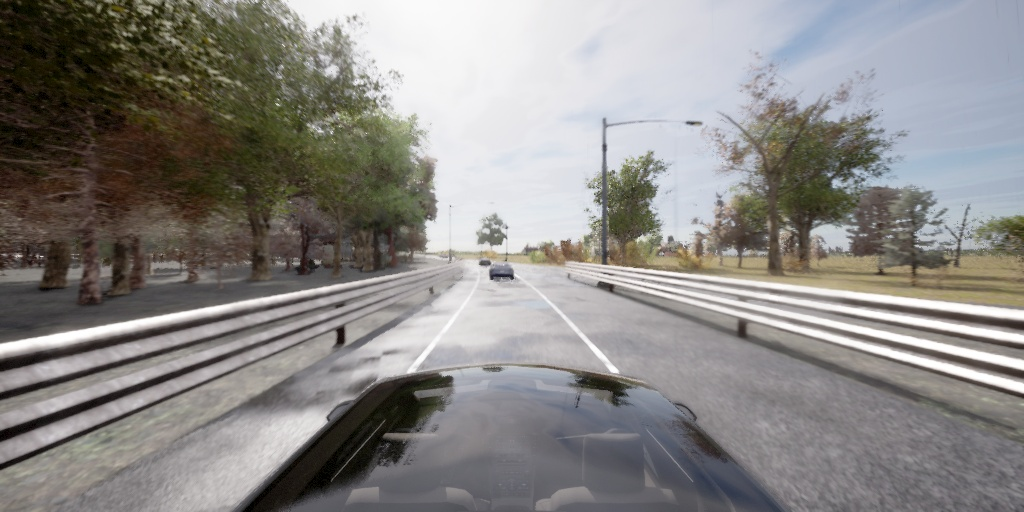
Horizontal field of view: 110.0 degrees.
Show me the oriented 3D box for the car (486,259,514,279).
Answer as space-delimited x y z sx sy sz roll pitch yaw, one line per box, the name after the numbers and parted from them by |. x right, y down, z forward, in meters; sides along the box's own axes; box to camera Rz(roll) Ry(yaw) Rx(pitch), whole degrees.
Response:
-0.941 1.187 30.449 1.994 1.385 4.181 0 0 -5 | car

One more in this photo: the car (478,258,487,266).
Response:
-4.761 0.999 62.302 1.812 1.442 4.674 0 0 -10 | car
